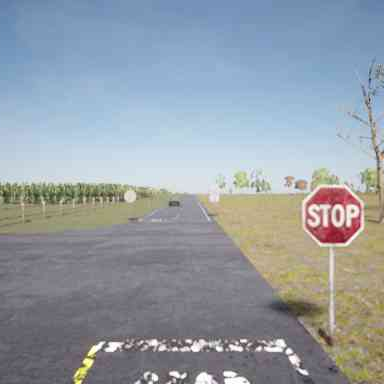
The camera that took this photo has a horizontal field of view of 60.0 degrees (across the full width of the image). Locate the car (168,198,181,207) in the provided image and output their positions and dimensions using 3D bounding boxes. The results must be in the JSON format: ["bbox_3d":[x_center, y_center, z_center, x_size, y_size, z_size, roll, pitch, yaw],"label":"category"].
[{"bbox_3d":[-2.726,1.574,52.171,1.895,1.301,4.718,0,0,0],"label":"car"}]
